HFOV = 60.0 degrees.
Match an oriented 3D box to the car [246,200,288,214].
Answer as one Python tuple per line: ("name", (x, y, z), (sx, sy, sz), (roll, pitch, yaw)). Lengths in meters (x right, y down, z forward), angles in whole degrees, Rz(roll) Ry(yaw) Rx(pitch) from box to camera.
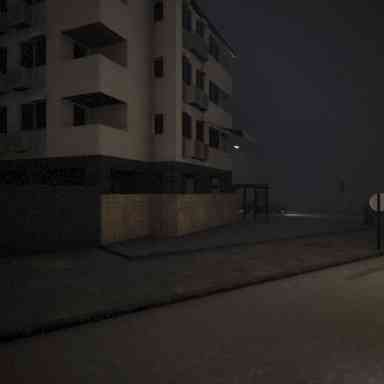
("car", (7.505, 1.547, 35.411), (2.033, 1.411, 5.357), (0, 0, -35))
